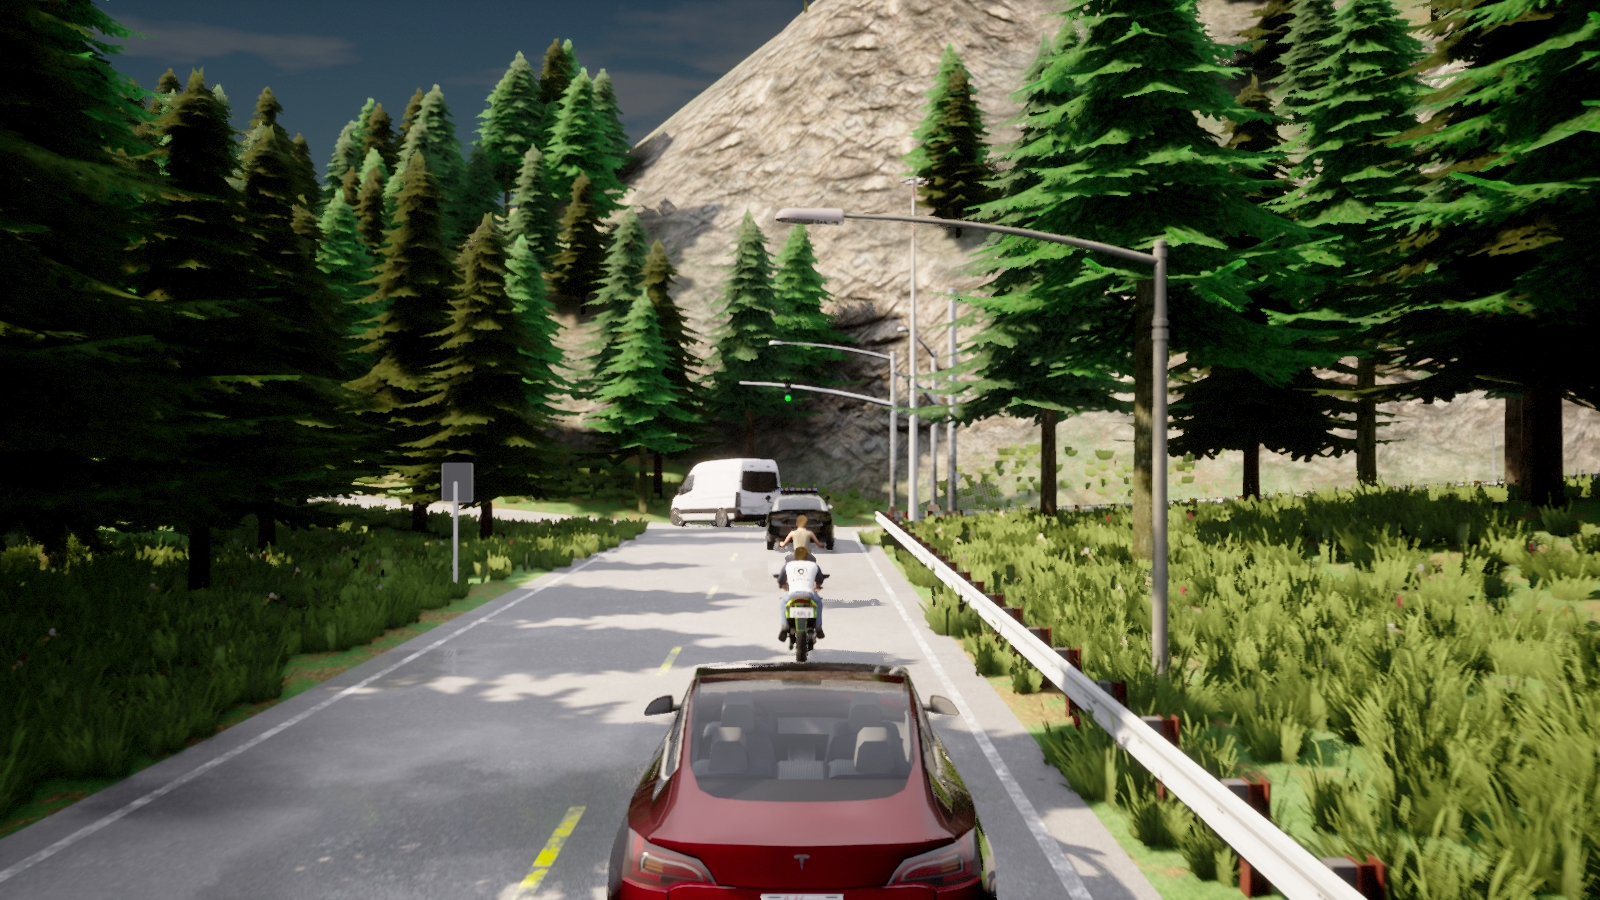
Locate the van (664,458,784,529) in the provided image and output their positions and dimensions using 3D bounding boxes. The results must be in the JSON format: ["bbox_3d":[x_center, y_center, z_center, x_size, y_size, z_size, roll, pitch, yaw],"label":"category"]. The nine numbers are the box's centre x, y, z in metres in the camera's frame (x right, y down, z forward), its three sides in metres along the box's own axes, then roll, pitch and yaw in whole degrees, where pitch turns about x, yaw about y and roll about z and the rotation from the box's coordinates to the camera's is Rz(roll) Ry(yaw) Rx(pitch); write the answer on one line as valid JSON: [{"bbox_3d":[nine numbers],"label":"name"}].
[{"bbox_3d":[-3.055,1.748,44.397,1.988,2.561,5.915,3,-4,-33],"label":"van"}]

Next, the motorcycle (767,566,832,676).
[{"bbox_3d":[-0.002,2.207,15.059,0.803,1.145,2.033,0,0,0],"label":"motorcycle"}]

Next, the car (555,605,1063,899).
[{"bbox_3d":[0.040,2.060,7.265,2.163,1.488,4.792,0,0,0],"label":"car"}]

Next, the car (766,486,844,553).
[{"bbox_3d":[0.062,1.970,33.439,2.097,1.638,5.238,0,0,-2],"label":"car"}]
